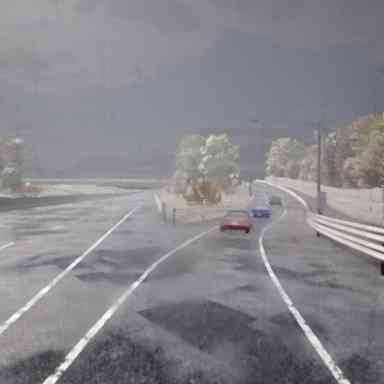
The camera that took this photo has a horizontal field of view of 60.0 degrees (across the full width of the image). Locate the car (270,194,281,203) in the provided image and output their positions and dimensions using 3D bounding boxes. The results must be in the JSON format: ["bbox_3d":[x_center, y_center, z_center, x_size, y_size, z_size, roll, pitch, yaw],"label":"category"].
[{"bbox_3d":[17.750,1.336,71.181,2.128,1.511,4.902,1,4,12],"label":"car"}]

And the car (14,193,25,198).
[{"bbox_3d":[-32.409,1.135,62.463,2.097,1.767,4.553,0,0,-6],"label":"car"}]

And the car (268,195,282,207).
[{"bbox_3d":[15.248,1.634,61.022,2.150,2.045,5.566,1,2,14],"label":"car"}]

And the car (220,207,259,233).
[{"bbox_3d":[3.226,1.974,22.911,1.994,1.385,4.181,0,-1,16],"label":"car"}]

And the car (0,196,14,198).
[{"bbox_3d":[-27.110,1.407,46.268,1.895,1.301,4.718,0,0,-6],"label":"car"}]

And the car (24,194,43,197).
[{"bbox_3d":[-28.825,1.396,61.903,1.895,1.301,4.718,0,0,-6],"label":"car"}]

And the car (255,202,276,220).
[{"bbox_3d":[7.731,2.196,36.526,1.882,1.535,5.008,1,-1,19],"label":"car"}]
